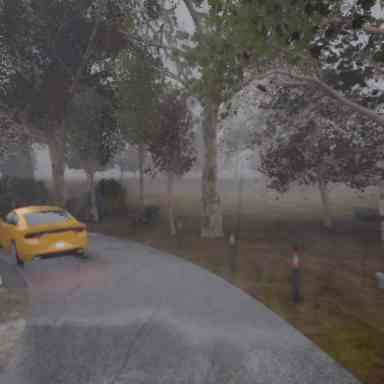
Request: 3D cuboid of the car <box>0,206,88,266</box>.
[{"bbox_3d":[-5.076,1.192,10.853,1.882,1.535,5.008,-4,4,-38],"label":"car"}]
